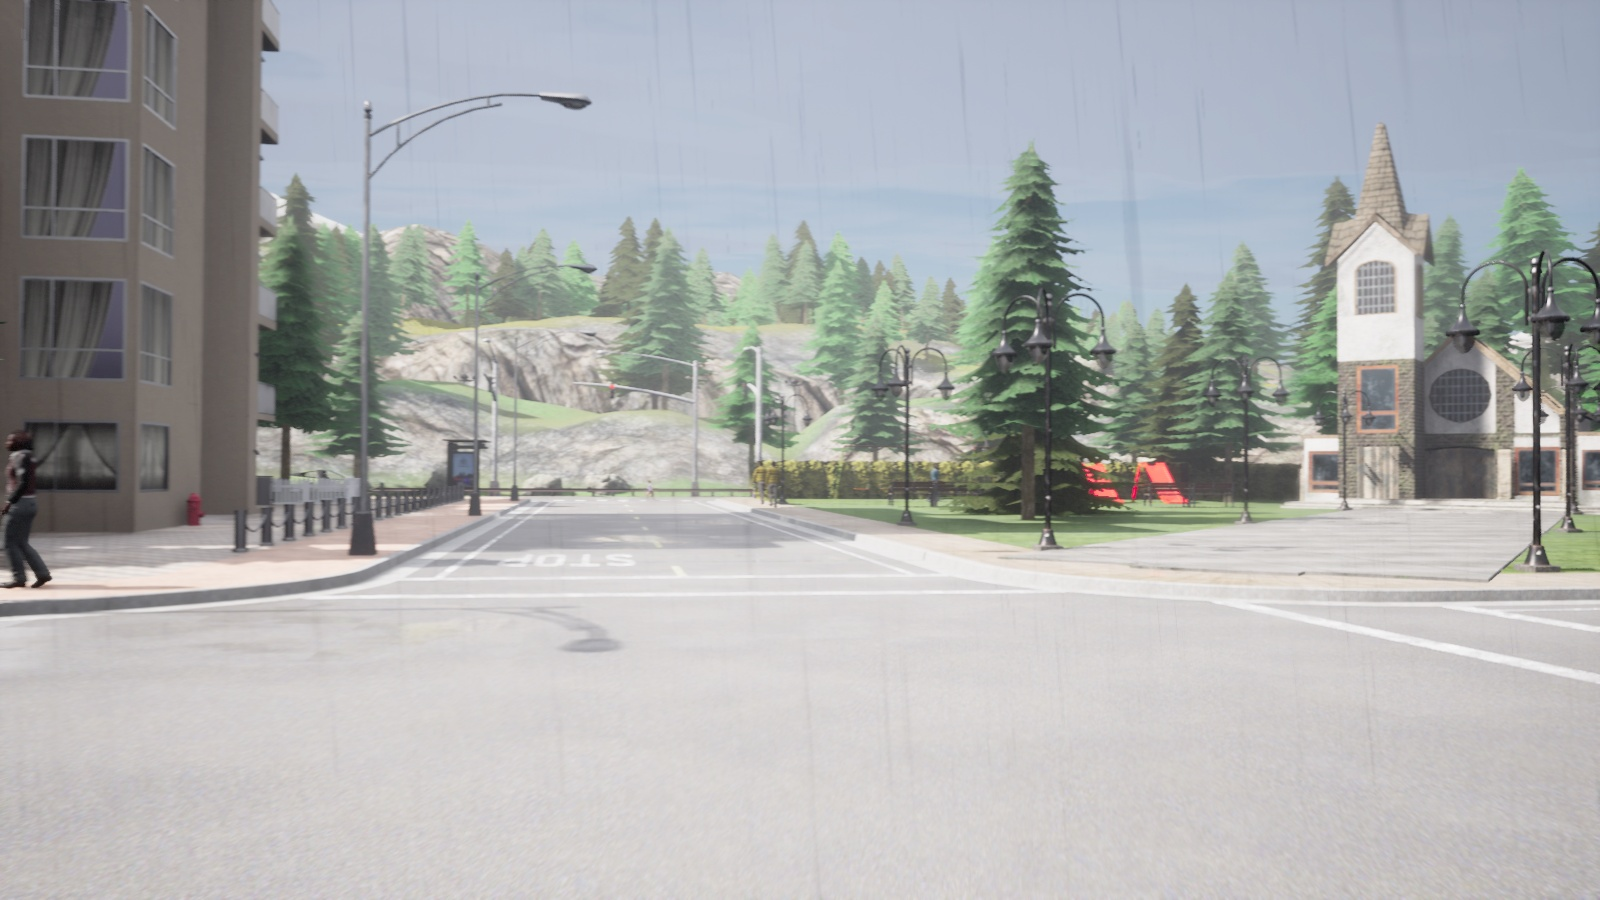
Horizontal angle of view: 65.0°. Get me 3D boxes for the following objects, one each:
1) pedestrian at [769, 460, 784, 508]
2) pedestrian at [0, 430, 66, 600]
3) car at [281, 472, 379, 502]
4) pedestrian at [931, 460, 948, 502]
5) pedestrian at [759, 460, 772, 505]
[{"bbox_3d":[-0.903,1.288,48.113,0.431,1.840,0.709,0,-1,-12],"label":"pedestrian"},{"bbox_3d":[-8.937,0.739,14.546,0.666,1.930,0.402,0,-1,-18],"label":"pedestrian"},{"bbox_3d":[-24.696,1.949,66.156,4.514,1.525,2.007,0,-1,-9],"label":"car"},{"bbox_3d":[6.513,1.448,58.575,0.396,1.930,0.692,1,-1,-36],"label":"pedestrian"},{"bbox_3d":[-1.443,1.359,52.251,0.431,1.840,0.709,0,-1,-11],"label":"pedestrian"}]
